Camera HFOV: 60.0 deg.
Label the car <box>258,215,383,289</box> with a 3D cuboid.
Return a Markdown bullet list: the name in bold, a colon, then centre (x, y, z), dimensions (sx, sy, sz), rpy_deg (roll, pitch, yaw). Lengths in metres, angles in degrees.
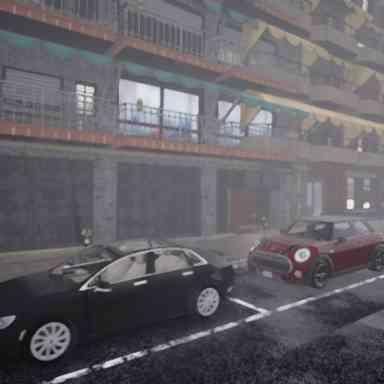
- **car**: centre (3.404, 1.395, 8.974), dimensions (4.097, 1.590, 1.967), rpy_deg (0, 1, -35)

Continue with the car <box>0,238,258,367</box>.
- **car**: centre (-1.197, 1.538, 5.693), dimensions (4.403, 1.369, 2.008), rpy_deg (0, 1, -35)
